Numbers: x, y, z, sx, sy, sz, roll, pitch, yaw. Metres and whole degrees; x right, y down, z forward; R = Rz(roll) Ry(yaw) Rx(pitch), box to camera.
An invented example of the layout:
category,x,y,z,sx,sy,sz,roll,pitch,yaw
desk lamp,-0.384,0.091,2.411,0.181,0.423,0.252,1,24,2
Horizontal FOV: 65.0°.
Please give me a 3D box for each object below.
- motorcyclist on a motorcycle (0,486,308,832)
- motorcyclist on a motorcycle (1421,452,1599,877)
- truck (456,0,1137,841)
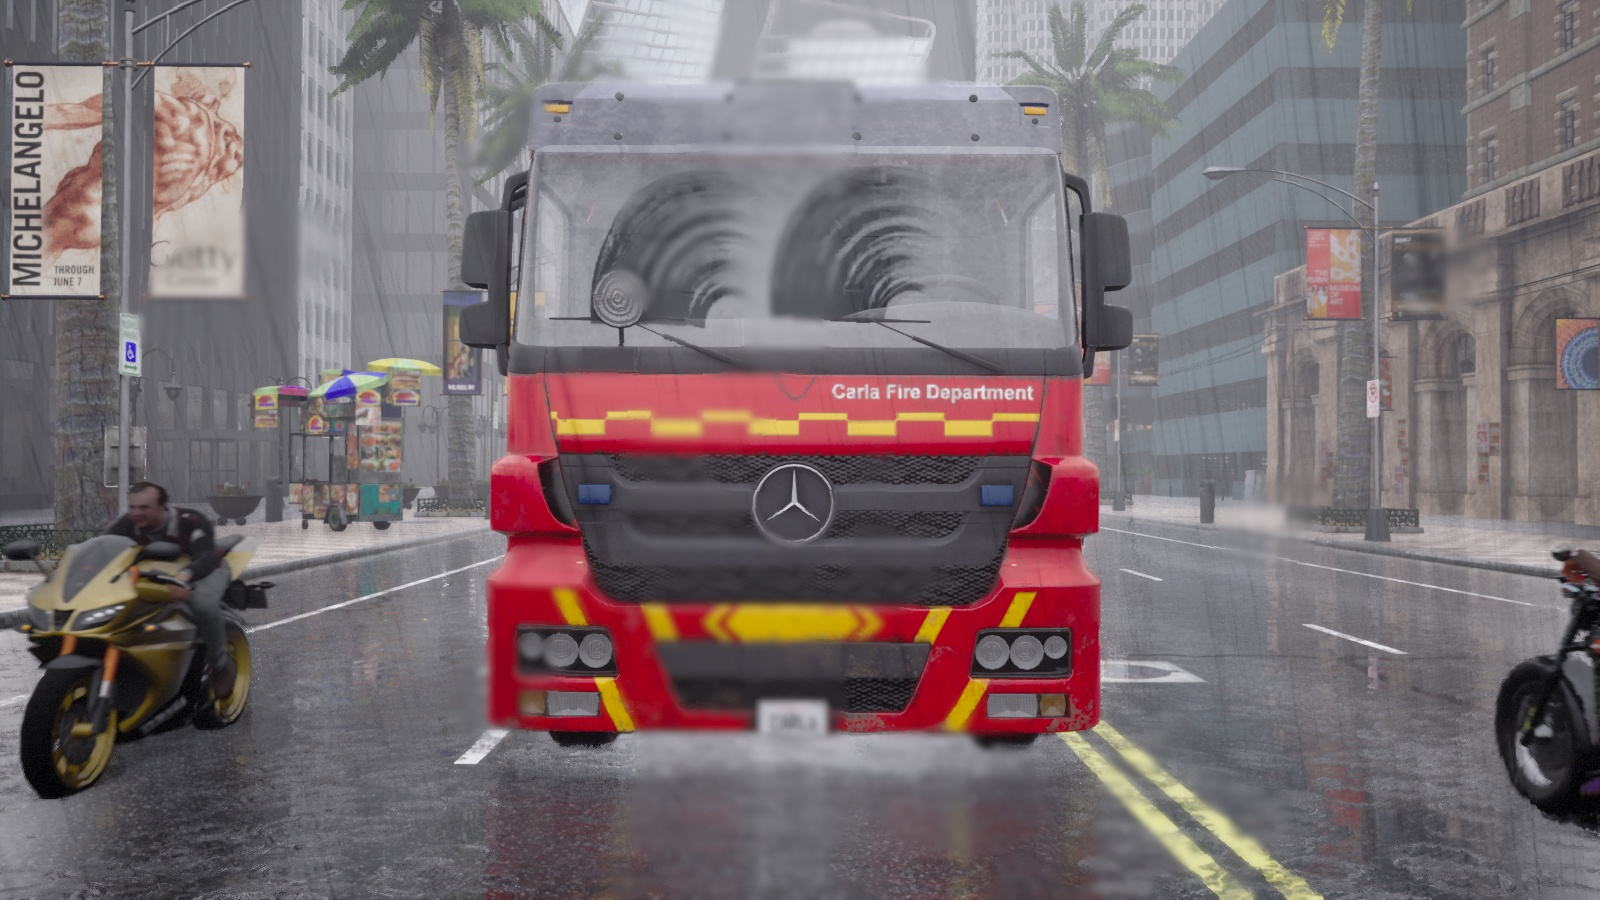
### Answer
category,x,y,z,sx,sy,sz,roll,pitch,yaw
motorcyclist on a motorcycle,-3.518,0.977,6.774,0.866,1.530,2.191,0,-1,0
motorcyclist on a motorcycle,3.485,0.836,5.075,0.766,1.649,2.350,0,-1,0
truck,-0.025,-0.189,9.594,2.891,3.827,8.468,0,-1,0
